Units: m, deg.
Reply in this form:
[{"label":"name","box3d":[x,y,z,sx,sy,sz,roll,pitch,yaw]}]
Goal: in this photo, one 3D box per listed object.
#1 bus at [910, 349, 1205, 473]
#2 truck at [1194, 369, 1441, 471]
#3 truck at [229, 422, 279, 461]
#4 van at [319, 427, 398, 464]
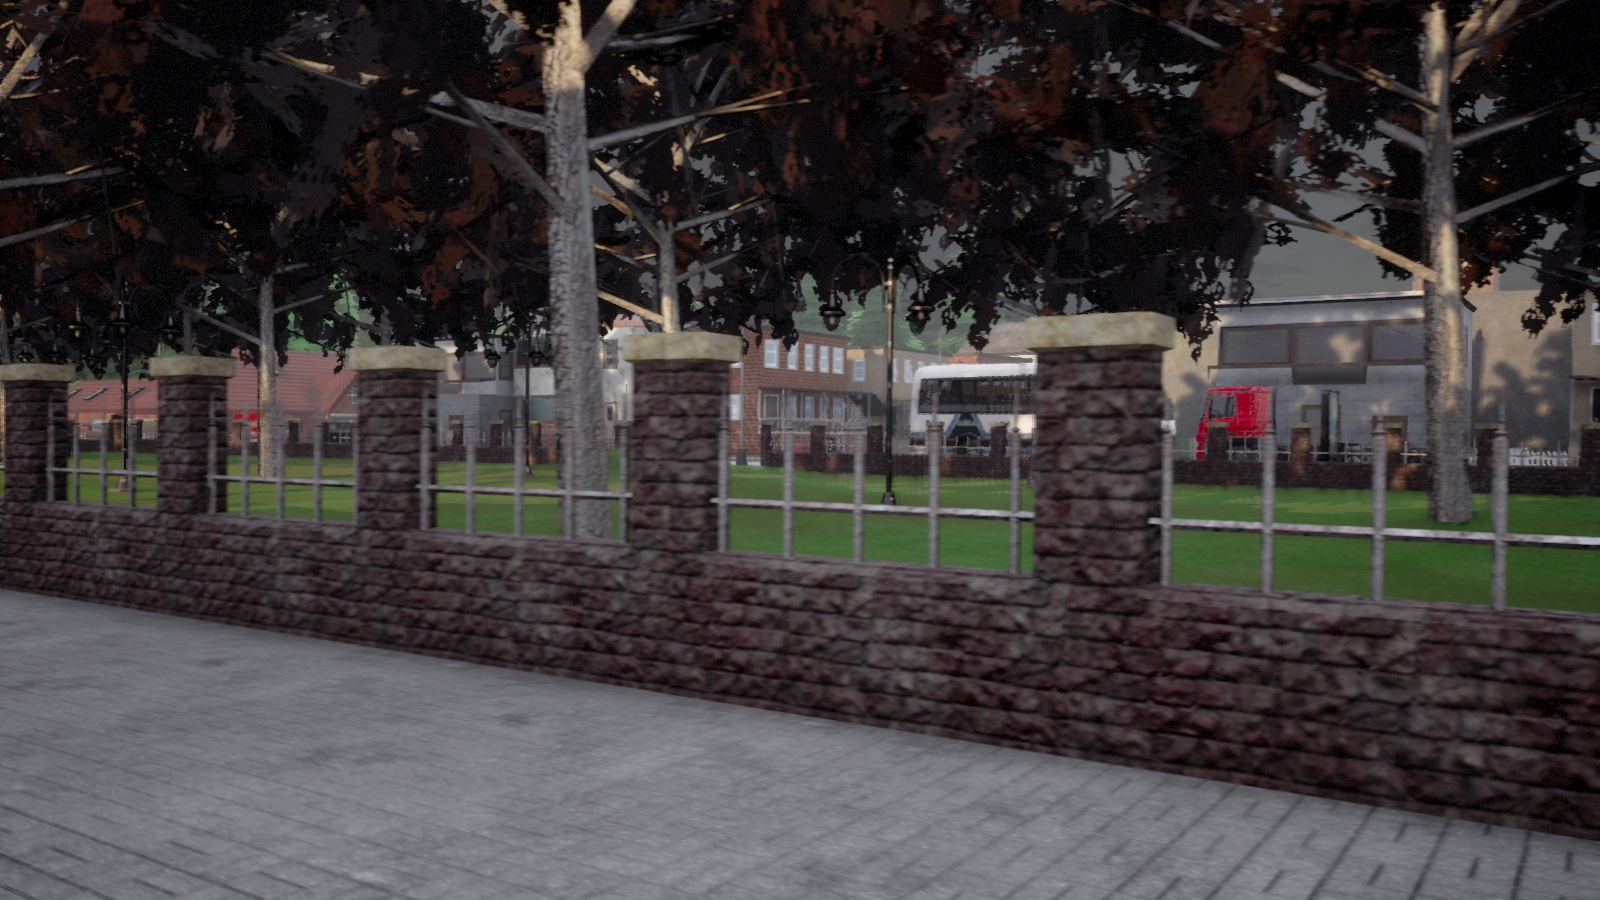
[{"label":"bus","box3d":[9.542,-1.381,47.580,10.273,4.253,3.944,0,1,40]},{"label":"truck","box3d":[18.870,-1.050,46.022,7.936,3.462,2.891,0,1,34]},{"label":"truck","box3d":[-36.182,-0.567,83.343,2.627,2.467,5.204,-2,1,-20]},{"label":"van","box3d":[-24.689,-0.251,70.222,4.442,1.987,1.775,0,1,32]}]
